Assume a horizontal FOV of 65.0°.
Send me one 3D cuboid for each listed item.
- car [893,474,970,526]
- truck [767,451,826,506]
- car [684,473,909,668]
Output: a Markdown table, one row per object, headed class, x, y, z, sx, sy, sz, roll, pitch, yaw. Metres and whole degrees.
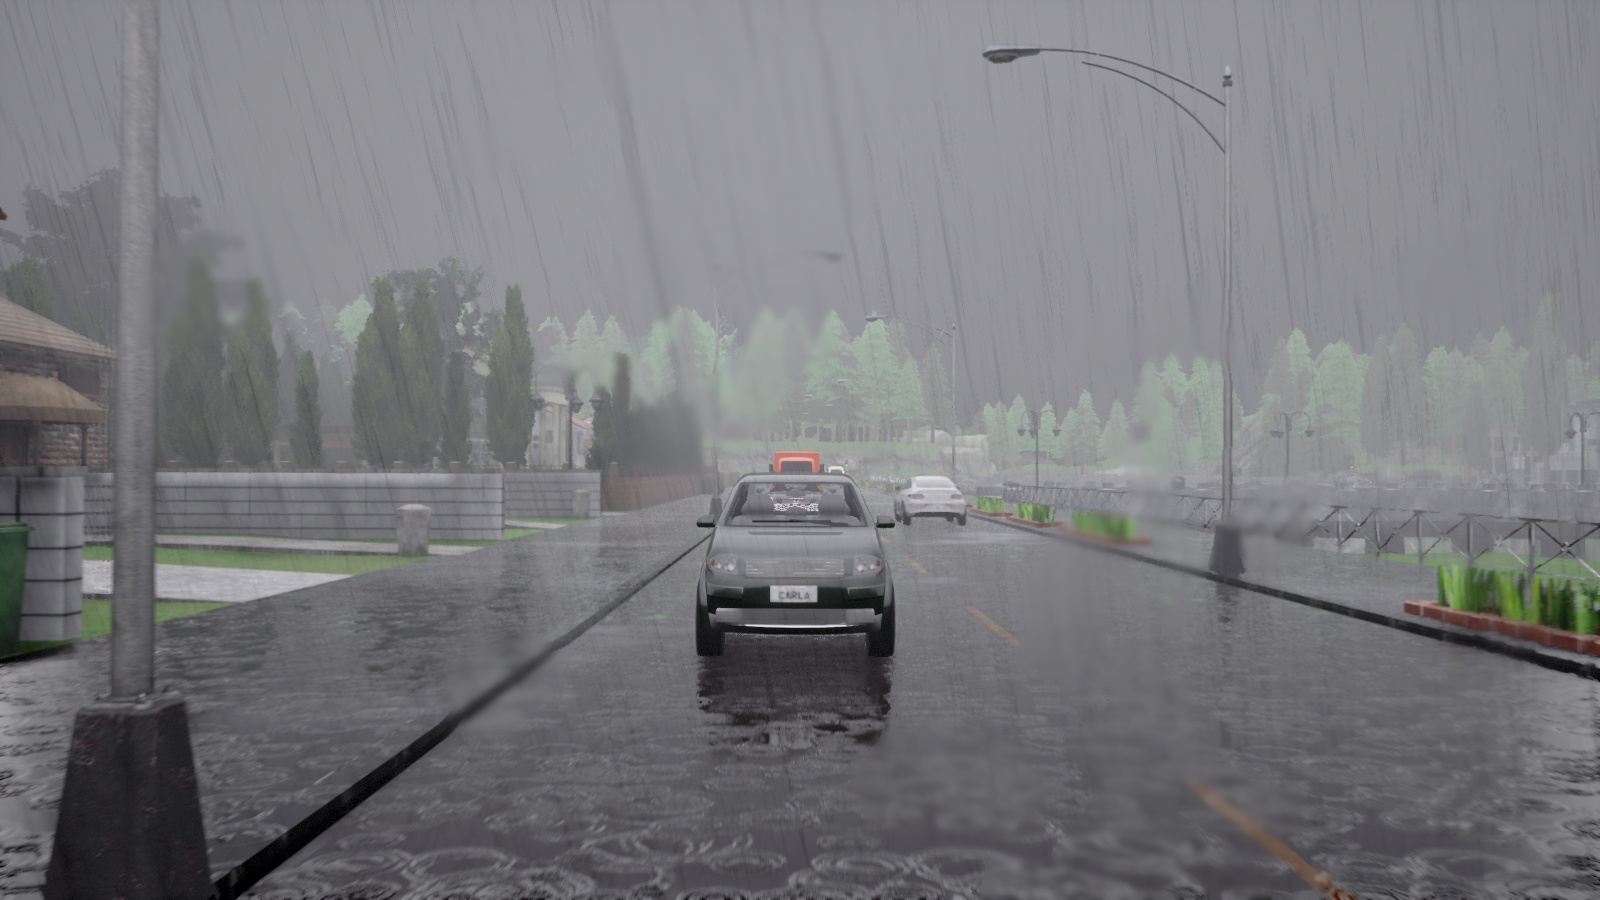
| class | x | y | z | sx | sy | sz | roll | pitch | yaw |
| --- | --- | --- | --- | --- | --- | --- | --- | --- | --- |
| car | 3.903 | 1.461 | 38.014 | 1.812 | 1.442 | 4.674 | 0 | -1 | 0 |
| truck | -0.153 | 1.316 | 59.008 | 2.627 | 2.467 | 5.204 | 0 | -1 | 0 |
| car | -0.031 | 0.992 | 11.866 | 1.789 | 1.549 | 3.705 | 0 | -1 | 0 |
